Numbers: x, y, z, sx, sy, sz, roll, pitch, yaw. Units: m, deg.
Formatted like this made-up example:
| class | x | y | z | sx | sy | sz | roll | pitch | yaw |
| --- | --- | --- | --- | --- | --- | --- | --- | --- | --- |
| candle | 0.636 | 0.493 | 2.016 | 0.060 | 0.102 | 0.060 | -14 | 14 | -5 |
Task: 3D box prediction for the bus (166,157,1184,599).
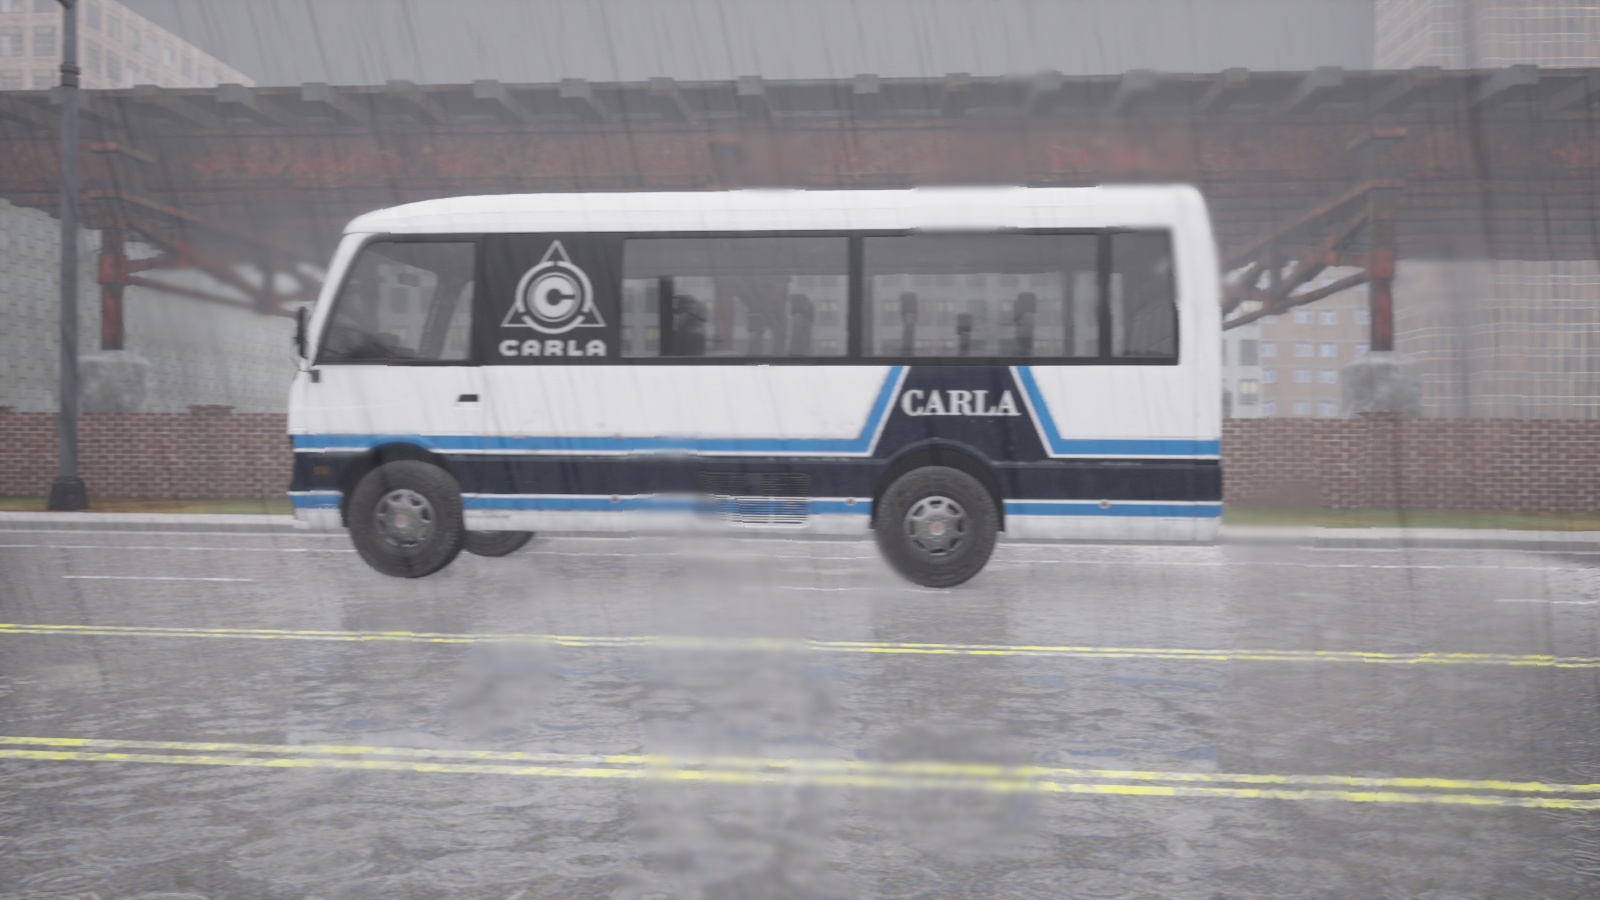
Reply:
| class | x | y | z | sx | sy | sz | roll | pitch | yaw |
| --- | --- | --- | --- | --- | --- | --- | --- | --- | --- |
| bus | -1.261 | -0.716 | 14.501 | 10.273 | 4.253 | 3.944 | 0 | 0 | 5 |
